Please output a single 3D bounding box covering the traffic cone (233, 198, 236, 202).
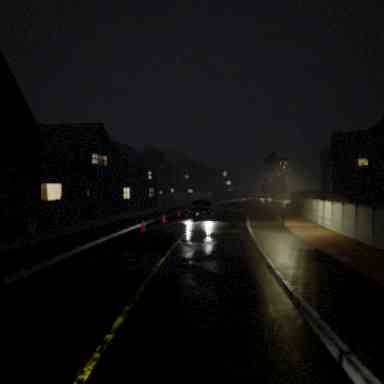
[{"bbox_3d":[7.357,1.352,57.479,0.340,0.580,0.340,0,1,22],"label":"traffic cone"}]

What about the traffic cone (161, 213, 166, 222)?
[{"bbox_3d":[-1.991,1.789,23.254,0.340,0.580,0.340,0,1,9],"label":"traffic cone"}]

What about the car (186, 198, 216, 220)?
[{"bbox_3d":[0.803,1.305,26.370,1.837,1.490,4.892,0,1,10],"label":"car"}]

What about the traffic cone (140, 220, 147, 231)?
[{"bbox_3d":[-2.690,1.836,18.225,0.340,0.580,0.340,0,1,7],"label":"traffic cone"}]

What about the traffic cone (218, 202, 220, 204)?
[{"bbox_3d":[3.904,1.489,47.928,0.340,0.580,0.340,0,1,18],"label":"traffic cone"}]

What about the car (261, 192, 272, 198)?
[{"bbox_3d":[16.631,0.641,73.923,1.812,1.442,4.674,0,1,21],"label":"car"}]
